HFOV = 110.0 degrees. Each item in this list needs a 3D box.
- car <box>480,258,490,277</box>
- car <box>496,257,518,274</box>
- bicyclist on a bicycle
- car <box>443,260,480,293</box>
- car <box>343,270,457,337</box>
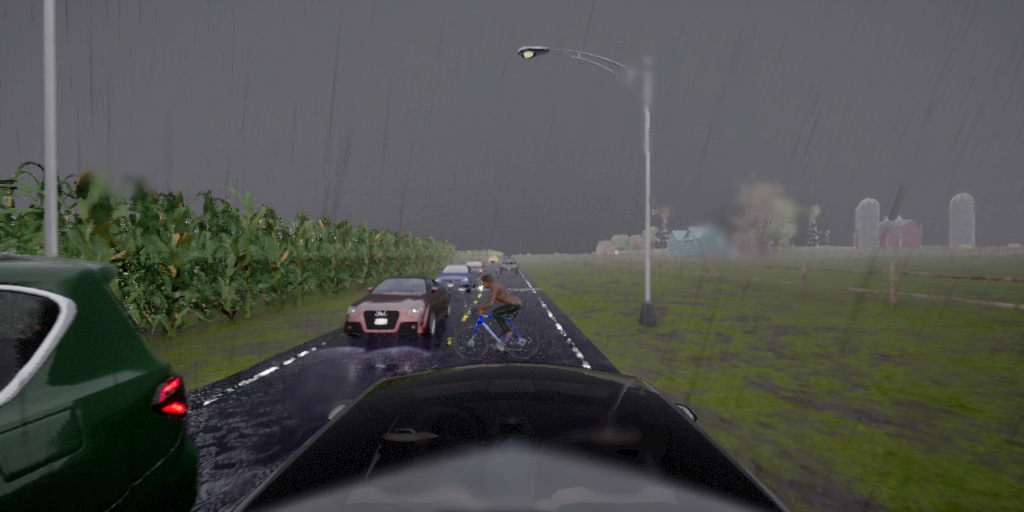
[{"bbox_3d":[-3.131,1.106,30.208,1.812,1.442,4.674,0,0,0],"label":"car"},{"bbox_3d":[-0.310,1.030,37.078,2.128,1.511,4.902,0,0,-1],"label":"car"},{"bbox_3d":[-0.294,1.172,6.756,1.656,1.620,0.582,-1,0,-1],"label":"bicyclist on a bicycle"},{"bbox_3d":[-3.045,1.167,20.040,1.812,1.442,4.674,0,0,-1],"label":"car"},{"bbox_3d":[-2.930,1.266,9.998,1.994,1.385,4.181,0,0,0],"label":"car"}]
